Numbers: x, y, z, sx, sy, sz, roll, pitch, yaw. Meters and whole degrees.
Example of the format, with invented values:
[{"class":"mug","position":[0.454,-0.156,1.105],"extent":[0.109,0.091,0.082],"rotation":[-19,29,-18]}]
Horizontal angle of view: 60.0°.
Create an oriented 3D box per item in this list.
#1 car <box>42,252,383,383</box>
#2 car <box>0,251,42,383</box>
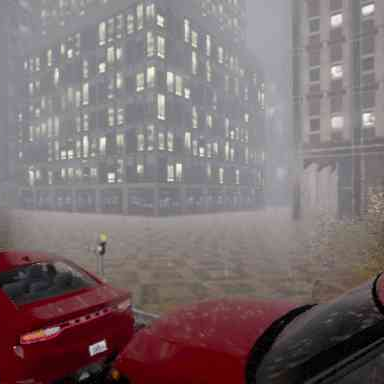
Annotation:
[{"class":"car","position":[1.676,1.314,1.685],"extent":[5.009,1.841,2.192],"rotation":[0,0,36]},{"class":"car","position":[-2.833,1.554,4.902],"extent":[4.507,1.381,1.887],"rotation":[0,0,36]}]
